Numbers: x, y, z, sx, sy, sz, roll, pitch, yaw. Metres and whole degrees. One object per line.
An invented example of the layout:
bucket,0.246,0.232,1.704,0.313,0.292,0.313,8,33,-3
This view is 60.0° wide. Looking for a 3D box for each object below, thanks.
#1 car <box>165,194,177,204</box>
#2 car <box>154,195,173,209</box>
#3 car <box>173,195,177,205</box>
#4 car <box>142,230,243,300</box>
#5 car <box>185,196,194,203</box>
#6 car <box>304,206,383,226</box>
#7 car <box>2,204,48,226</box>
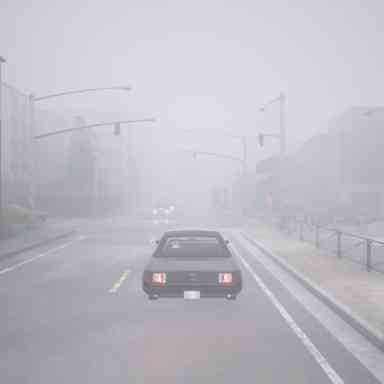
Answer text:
car,-3.989,1.352,63.771,2.097,1.767,4.553,0,0,0
car,-3.903,1.505,44.338,1.837,1.490,4.892,0,0,0
car,-3.959,1.601,53.603,1.895,1.301,4.718,0,0,0
car,0.009,1.601,8.329,1.895,1.301,4.718,0,0,0
car,-0.458,1.492,66.611,2.128,1.511,4.902,0,0,0
car,11.180,1.724,24.728,5.357,1.411,2.033,0,0,0
car,-13.162,1.654,24.375,5.008,1.535,1.882,0,0,1
